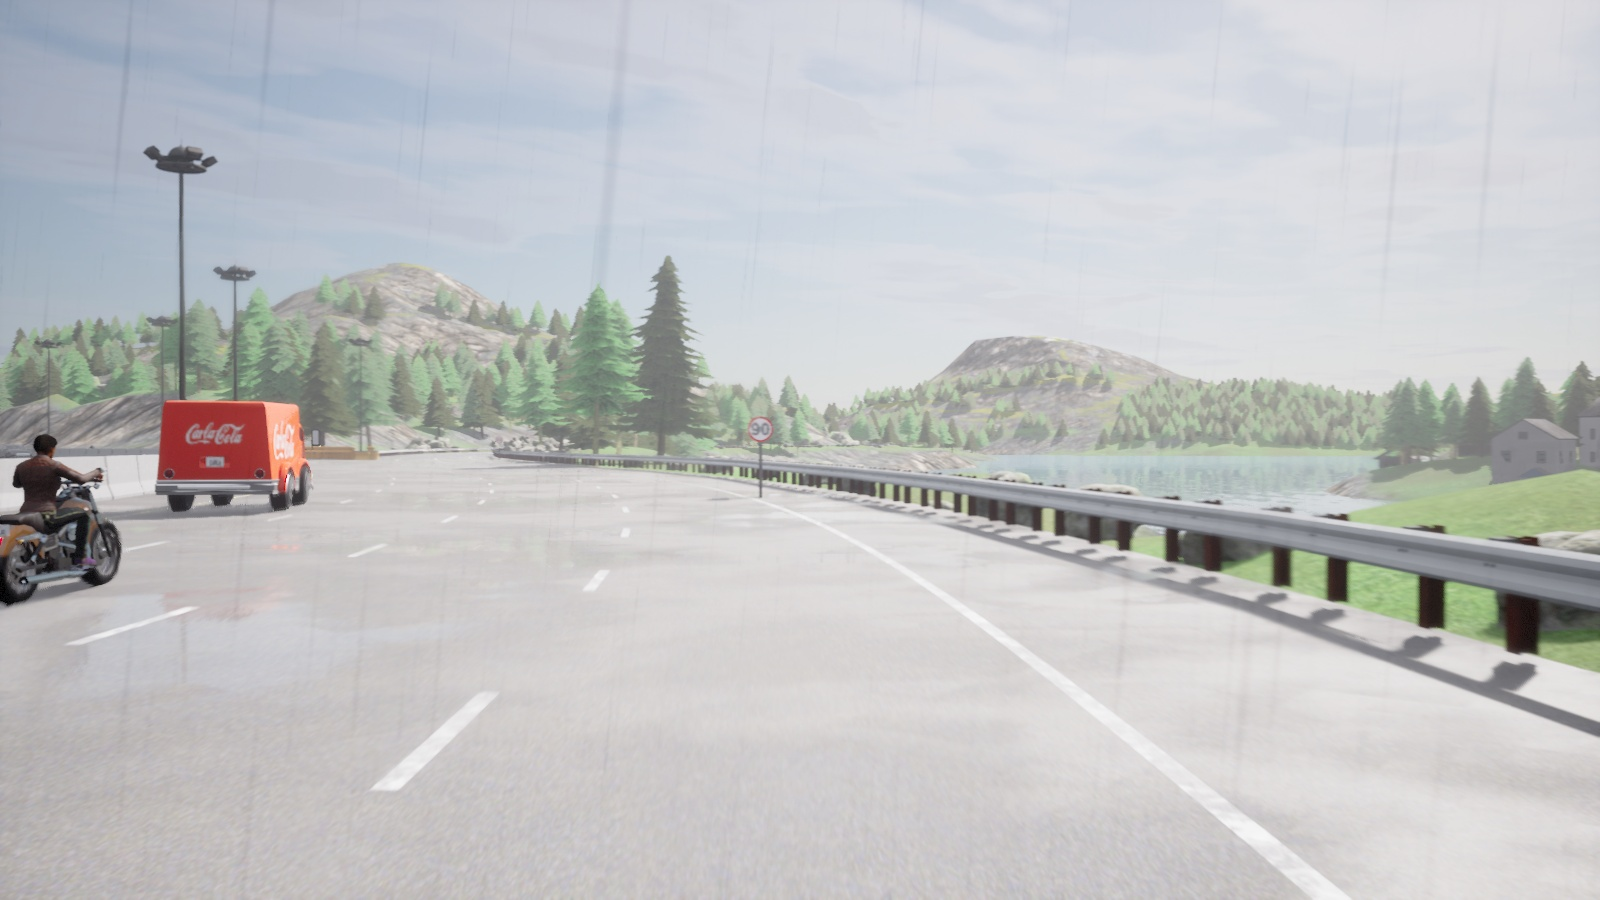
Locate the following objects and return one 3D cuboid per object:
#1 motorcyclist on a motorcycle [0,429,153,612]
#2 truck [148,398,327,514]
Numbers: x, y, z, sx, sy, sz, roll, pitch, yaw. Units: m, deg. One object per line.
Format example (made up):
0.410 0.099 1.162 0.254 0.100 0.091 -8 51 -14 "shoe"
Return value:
-7.377 0.638 12.508 0.766 1.649 2.350 -1 0 -4 "motorcyclist on a motorcycle"
-12.980 0.115 29.418 2.627 2.467 5.204 0 0 -10 "truck"
